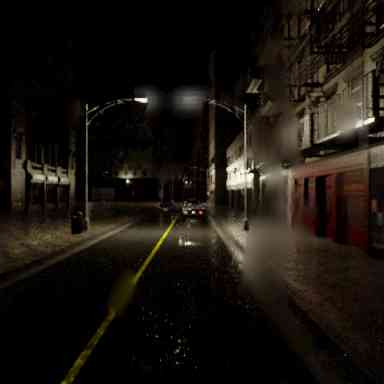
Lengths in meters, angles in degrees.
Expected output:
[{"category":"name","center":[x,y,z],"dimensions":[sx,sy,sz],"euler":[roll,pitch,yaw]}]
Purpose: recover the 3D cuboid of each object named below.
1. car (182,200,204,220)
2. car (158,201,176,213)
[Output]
[{"category":"car","center":[0.115,1.754,29.902],"dimensions":[2.033,1.411,5.357],"euler":[0,0,0]},{"category":"car","center":[-3.059,1.807,40.701],"dimensions":[1.812,1.442,4.674],"euler":[0,0,0]}]
